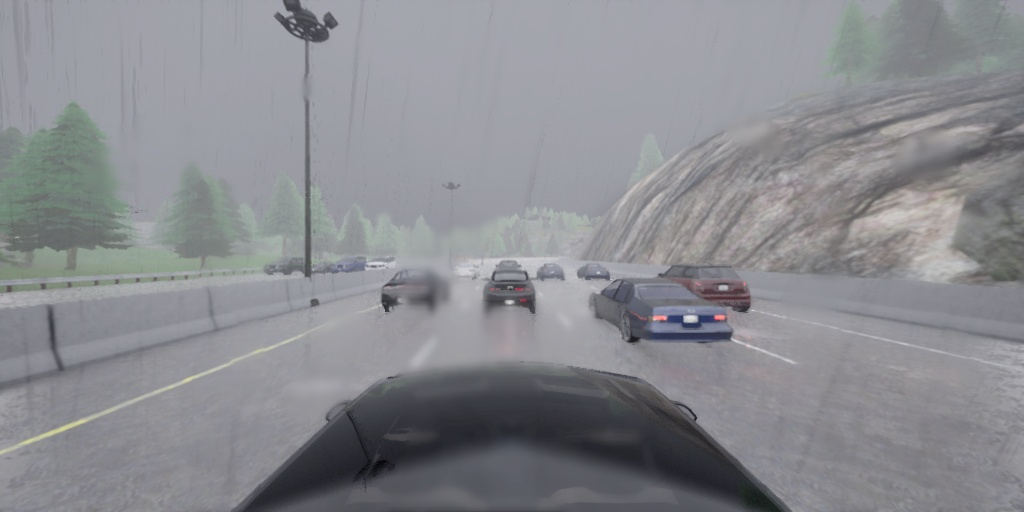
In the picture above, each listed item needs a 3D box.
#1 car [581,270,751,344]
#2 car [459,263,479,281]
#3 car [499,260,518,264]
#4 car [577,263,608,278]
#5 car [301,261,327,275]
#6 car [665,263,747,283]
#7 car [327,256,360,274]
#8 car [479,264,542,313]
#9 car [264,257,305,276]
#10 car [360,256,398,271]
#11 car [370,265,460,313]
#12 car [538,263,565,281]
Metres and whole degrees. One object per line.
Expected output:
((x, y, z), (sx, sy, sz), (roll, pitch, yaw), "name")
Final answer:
((3.472, 1.276, 9.517), (2.033, 1.411, 5.357), (0, 0, 0), "car")
((-3.808, 1.290, 30.332), (1.812, 1.442, 4.674), (0, 0, -1), "car")
((-0.289, 1.096, 29.076), (2.097, 1.767, 4.553), (0, 0, -1), "car")
((6.703, 1.268, 29.891), (1.994, 1.385, 4.181), (0, 0, -1), "car")
((-21.639, 1.354, 41.515), (2.128, 1.511, 4.902), (0, 0, -1), "car")
((6.927, 1.060, 13.912), (2.097, 1.767, 4.553), (0, 0, -1), "car")
((-18.131, 1.065, 40.411), (2.150, 2.045, 5.566), (0, 0, -1), "car")
((-0.073, 1.252, 14.002), (1.837, 1.490, 4.892), (0, 0, -1), "car")
((-25.126, 1.105, 40.261), (2.150, 2.045, 5.566), (0, 0, -1), "car")
((-14.632, 1.044, 40.492), (2.150, 2.045, 5.566), (0, 0, -1), "car")
((-3.575, 1.259, 14.104), (2.128, 1.511, 4.902), (0, 0, -1), "car")
((3.203, 1.288, 29.927), (1.994, 1.385, 4.181), (0, 0, -1), "car")
